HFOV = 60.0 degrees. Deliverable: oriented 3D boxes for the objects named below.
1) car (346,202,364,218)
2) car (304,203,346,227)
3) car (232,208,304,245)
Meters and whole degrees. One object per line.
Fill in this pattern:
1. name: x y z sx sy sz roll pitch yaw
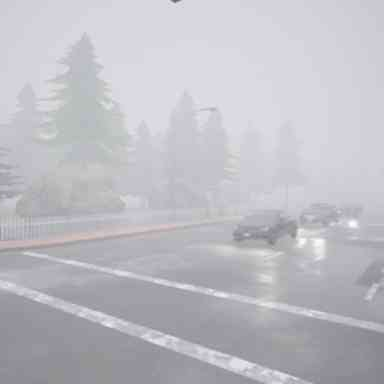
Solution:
1. car: 14.925 1.671 31.650 1.895 1.301 4.718 0 0 36
2. car: 9.070 1.546 23.582 2.128 1.511 4.902 0 0 36
3. car: 3.681 1.565 16.107 1.812 1.442 4.674 0 0 35
